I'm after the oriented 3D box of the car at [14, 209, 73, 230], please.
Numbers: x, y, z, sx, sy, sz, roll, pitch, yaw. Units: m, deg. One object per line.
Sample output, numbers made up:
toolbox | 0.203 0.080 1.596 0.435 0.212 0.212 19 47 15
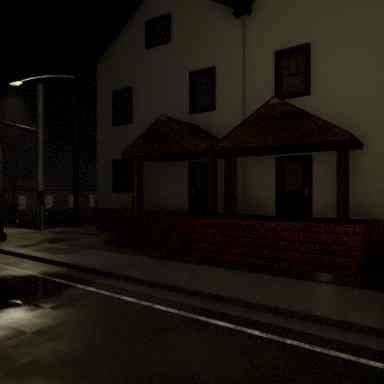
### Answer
car | -13.509 2.581 31.124 2.150 2.045 5.566 0 -9 36
